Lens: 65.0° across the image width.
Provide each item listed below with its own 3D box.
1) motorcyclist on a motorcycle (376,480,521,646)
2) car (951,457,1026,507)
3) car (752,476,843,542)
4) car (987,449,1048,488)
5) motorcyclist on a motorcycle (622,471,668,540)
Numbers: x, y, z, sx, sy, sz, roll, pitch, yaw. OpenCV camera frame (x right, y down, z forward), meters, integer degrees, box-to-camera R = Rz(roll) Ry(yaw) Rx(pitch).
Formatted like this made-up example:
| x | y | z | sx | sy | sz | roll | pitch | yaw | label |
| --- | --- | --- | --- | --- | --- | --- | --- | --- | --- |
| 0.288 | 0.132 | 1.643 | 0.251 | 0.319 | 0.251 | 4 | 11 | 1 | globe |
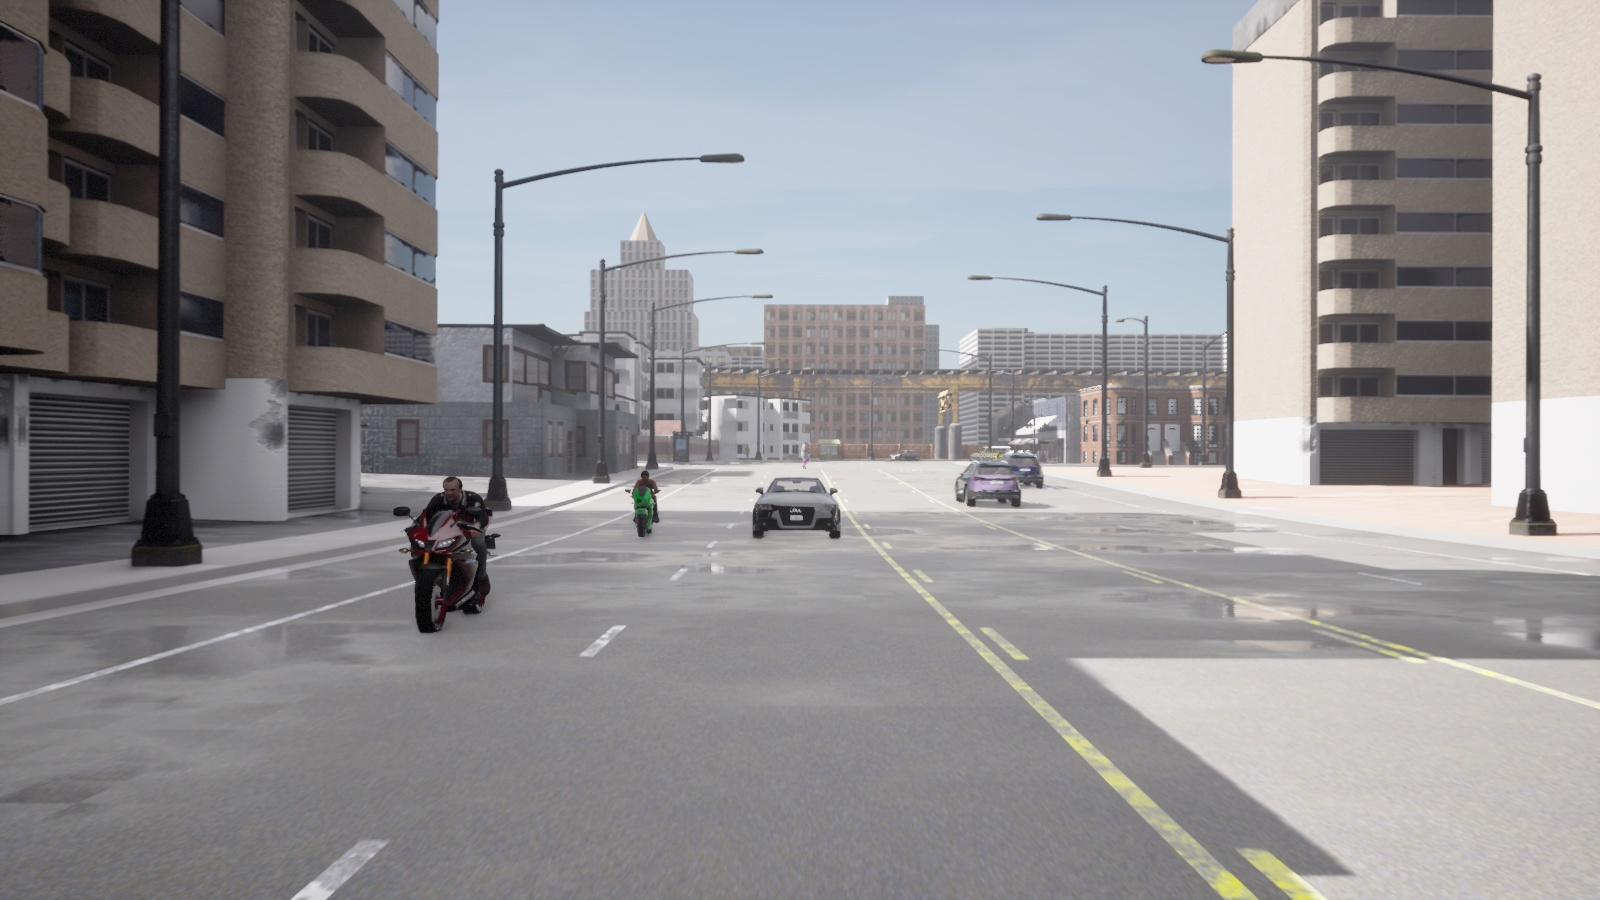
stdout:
| x | y | z | sx | sy | sz | roll | pitch | yaw | label |
| --- | --- | --- | --- | --- | --- | --- | --- | --- | --- |
| -3.529 | 1.077 | 12.829 | 0.866 | 1.530 | 2.191 | 0 | -1 | 0 | motorcyclist on a motorcycle |
| 6.891 | 1.124 | 46.361 | 2.033 | 1.649 | 4.856 | 0 | 1 | 0 | car |
| -0.069 | 1.335 | 29.763 | 1.994 | 1.385 | 4.181 | 0 | 0 | 0 | car |
| 10.357 | 0.847 | 60.163 | 2.033 | 1.649 | 4.856 | 0 | 1 | 0 | car |
| -3.567 | 1.264 | 29.075 | 0.797 | 1.523 | 2.044 | 0 | -1 | 0 | motorcyclist on a motorcycle |
